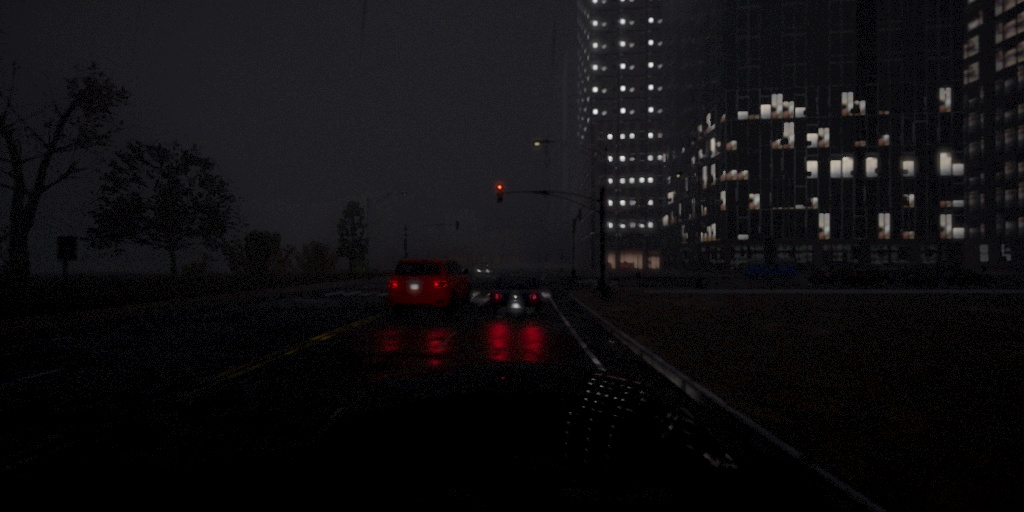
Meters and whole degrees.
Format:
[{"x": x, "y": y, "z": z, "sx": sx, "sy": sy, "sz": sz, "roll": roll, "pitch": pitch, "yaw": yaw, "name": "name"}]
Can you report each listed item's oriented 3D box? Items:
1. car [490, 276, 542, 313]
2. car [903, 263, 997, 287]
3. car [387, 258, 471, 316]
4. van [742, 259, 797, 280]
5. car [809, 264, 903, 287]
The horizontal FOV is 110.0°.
[{"x": 0.252, "y": 1.487, "z": 14.859, "sx": 1.895, "sy": 1.301, "sz": 4.718, "roll": 0, "pitch": -1, "yaw": 3, "name": "car"}, {"x": 27.583, "y": 1.287, "z": 22.701, "sx": 4.313, "sy": 1.339, "sz": 1.948, "roll": 0, "pitch": 0, "yaw": 5, "name": "car"}, {"x": -3.054, "y": 1.104, "z": 14.283, "sx": 2.150, "sy": 2.045, "sz": 5.566, "roll": 0, "pitch": 0, "yaw": 2, "name": "car"}, {"x": 22.756, "y": 1.168, "z": 31.770, "sx": 3.998, "sy": 1.789, "sz": 1.690, "roll": 0, "pitch": 0, "yaw": 5, "name": "van"}, {"x": 21.915, "y": 1.213, "z": 23.187, "sx": 4.097, "sy": 1.591, "sz": 1.967, "roll": 0, "pitch": 0, "yaw": 5, "name": "car"}]
